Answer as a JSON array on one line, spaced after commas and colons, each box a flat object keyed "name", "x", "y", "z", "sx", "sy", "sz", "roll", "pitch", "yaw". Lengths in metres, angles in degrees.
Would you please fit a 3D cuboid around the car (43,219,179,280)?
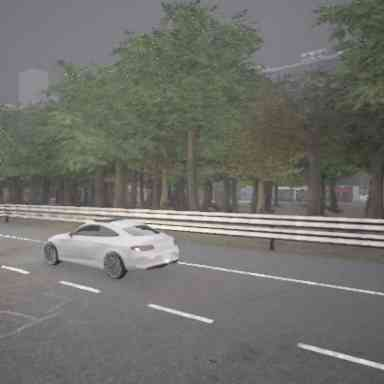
[{"name": "car", "x": -2.527, "y": 1.538, "z": 9.975, "sx": 4.674, "sy": 1.442, "sz": 1.812, "roll": 0, "pitch": 0, "yaw": 36}]
